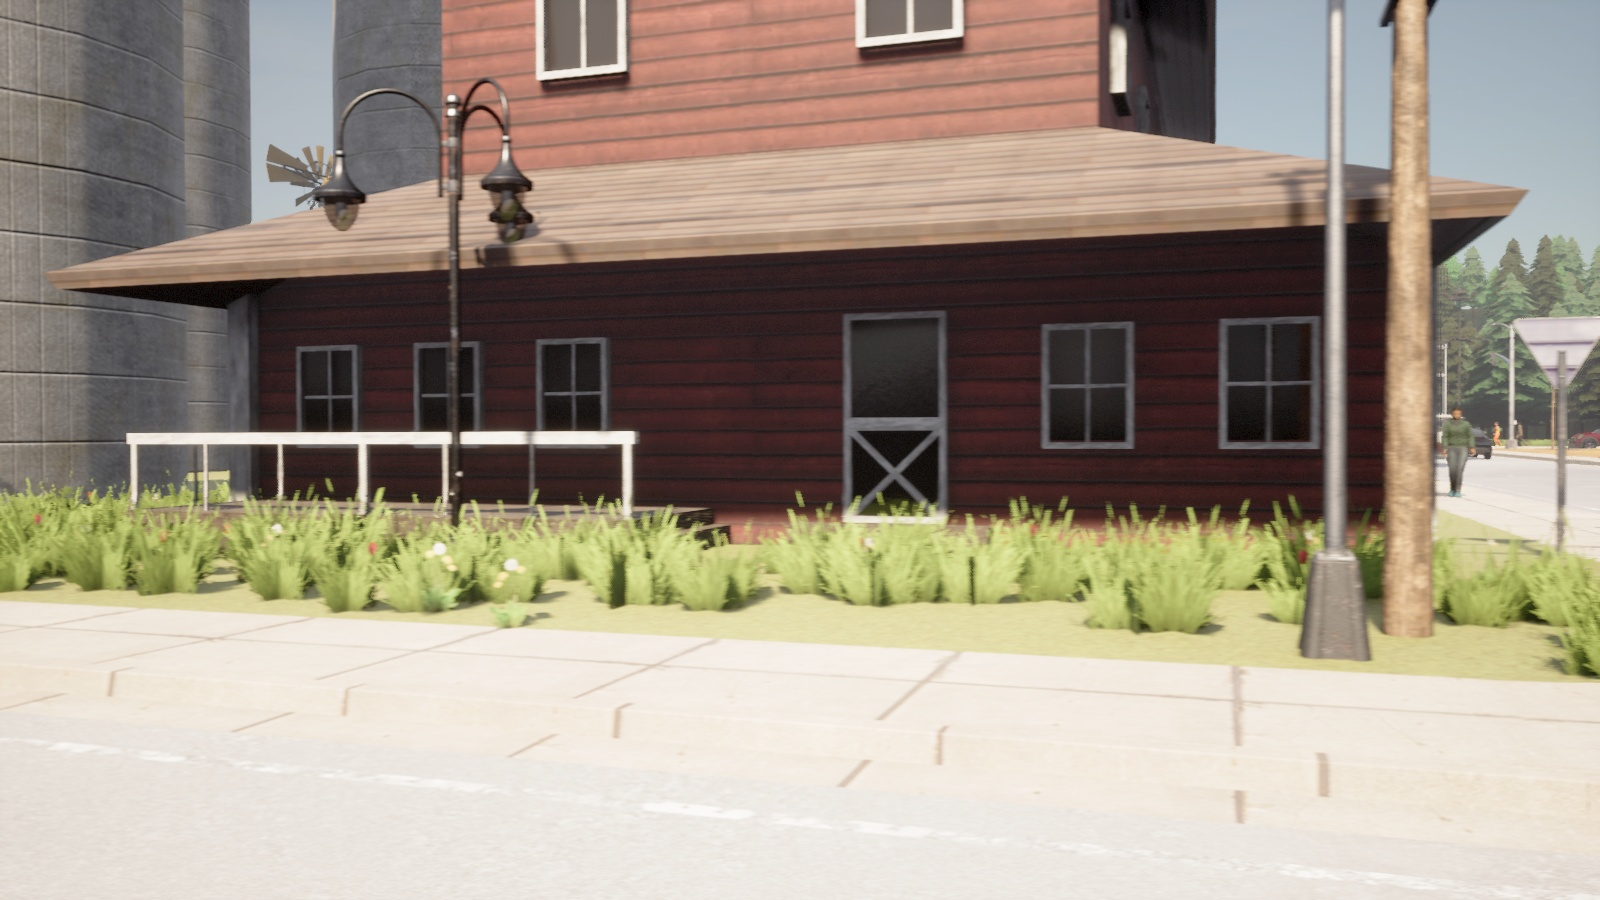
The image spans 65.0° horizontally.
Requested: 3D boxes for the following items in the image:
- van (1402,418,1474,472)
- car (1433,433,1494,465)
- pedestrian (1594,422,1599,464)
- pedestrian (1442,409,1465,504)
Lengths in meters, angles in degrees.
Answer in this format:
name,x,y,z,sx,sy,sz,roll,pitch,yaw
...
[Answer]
name,x,y,z,sx,sy,sz,roll,pitch,yaw
van,24.884,-0.205,49.144,1.775,1.987,4.442,2,1,18
car,32.626,-0.066,61.876,1.837,1.490,4.892,0,1,18
pedestrian,35.935,-0.304,55.634,0.874,1.855,0.900,0,1,-3
pedestrian,12.893,0.113,24.776,0.353,1.847,0.614,1,1,30
